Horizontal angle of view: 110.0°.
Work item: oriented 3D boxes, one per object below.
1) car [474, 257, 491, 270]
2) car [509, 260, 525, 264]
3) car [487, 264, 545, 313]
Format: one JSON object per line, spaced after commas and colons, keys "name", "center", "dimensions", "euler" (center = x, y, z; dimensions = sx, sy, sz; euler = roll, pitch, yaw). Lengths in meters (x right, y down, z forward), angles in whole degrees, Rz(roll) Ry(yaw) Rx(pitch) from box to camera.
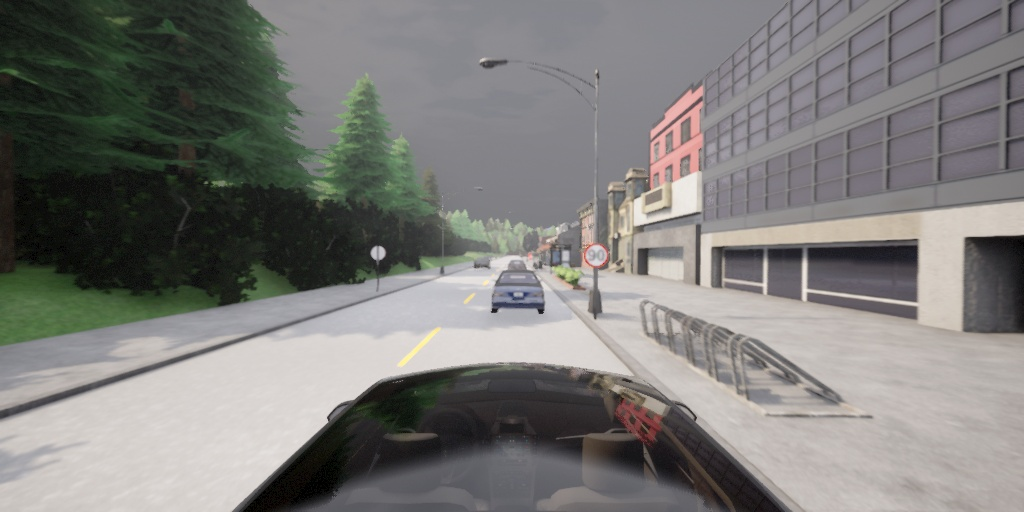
{"name": "car", "center": [-3.604, 0.917, 44.287], "dimensions": [1.837, 1.490, 4.892], "euler": [0, 0, 1]}
{"name": "car", "center": [0.456, 1.063, 34.518], "dimensions": [2.033, 1.411, 5.357], "euler": [0, 0, 1]}
{"name": "car", "center": [0.209, 1.213, 13.505], "dimensions": [2.033, 1.411, 5.357], "euler": [0, 0, 0]}
